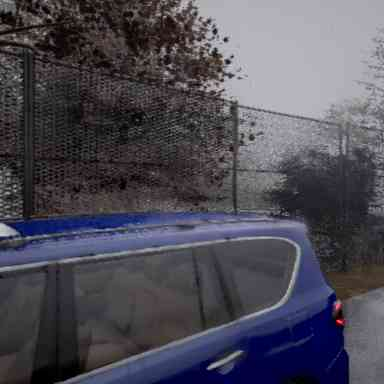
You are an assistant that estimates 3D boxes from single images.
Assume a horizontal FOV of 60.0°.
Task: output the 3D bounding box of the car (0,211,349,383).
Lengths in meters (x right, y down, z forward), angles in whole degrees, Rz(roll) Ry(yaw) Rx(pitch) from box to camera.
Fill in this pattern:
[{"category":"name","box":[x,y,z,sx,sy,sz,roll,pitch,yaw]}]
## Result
[{"category":"car","box":[-1.231,1.221,2.188,5.566,2.045,2.150,0,0,-35]}]
